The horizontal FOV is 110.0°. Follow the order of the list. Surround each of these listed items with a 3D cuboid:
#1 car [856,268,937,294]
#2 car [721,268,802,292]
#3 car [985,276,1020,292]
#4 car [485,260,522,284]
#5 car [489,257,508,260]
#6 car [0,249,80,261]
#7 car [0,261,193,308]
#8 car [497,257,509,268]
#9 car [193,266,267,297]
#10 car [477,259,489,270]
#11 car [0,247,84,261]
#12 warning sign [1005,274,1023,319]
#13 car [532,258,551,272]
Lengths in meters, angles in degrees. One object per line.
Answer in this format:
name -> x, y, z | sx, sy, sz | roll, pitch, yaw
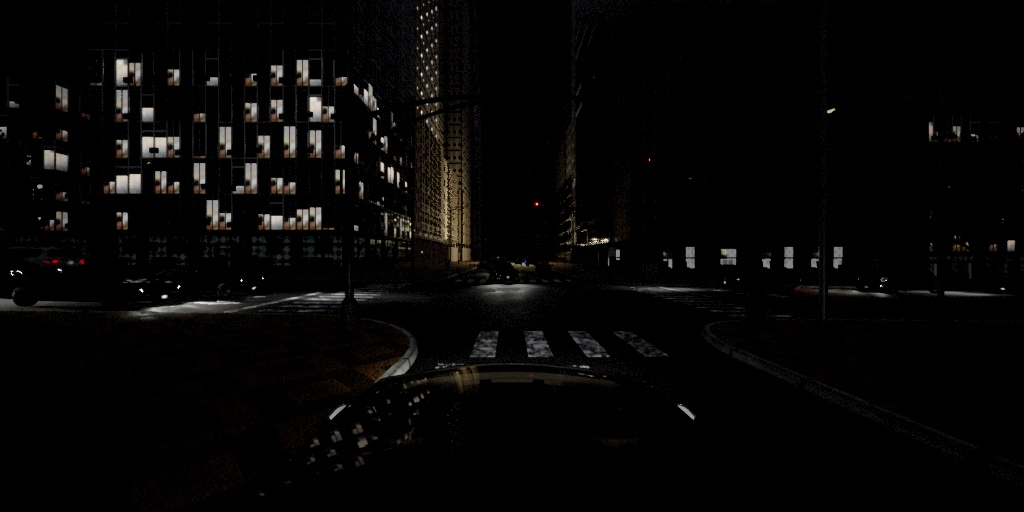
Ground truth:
car -> 26.746, 1.606, 24.885 | 4.553, 1.767, 2.097 | 1, 0, -3
car -> 16.900, 1.569, 24.437 | 4.902, 1.511, 2.128 | 1, 0, -3
car -> 36.761, 2.035, 25.336 | 4.718, 1.301, 1.895 | 1, 0, -2
car -> -0.711, 1.276, 27.685 | 1.837, 1.490, 4.892 | 0, 0, -10
car -> -1.503, 1.241, 44.518 | 1.882, 1.535, 5.008 | 0, 0, 0
car -> -22.916, 0.706, 15.911 | 4.553, 1.767, 2.097 | 1, 0, -3
car -> -15.290, 1.042, 13.035 | 5.357, 1.411, 2.033 | 1, 0, 0
car -> -1.539, 1.102, 63.705 | 2.097, 1.767, 4.553 | 0, 0, 0
car -> -14.011, 1.118, 16.315 | 4.718, 1.301, 1.895 | 1, 0, -3
car -> -3.994, 1.342, 51.050 | 1.802, 1.307, 4.207 | 0, 0, 0
car -> -30.226, 0.440, 22.284 | 5.566, 2.045, 2.150 | 1, 0, -2
warning sign -> 17.281, 1.204, 11.741 | 1.060, 1.860, 1.300 | 0, 0, -3
car -> 3.955, 1.329, 45.552 | 1.948, 1.339, 4.313 | 0, 0, 0
